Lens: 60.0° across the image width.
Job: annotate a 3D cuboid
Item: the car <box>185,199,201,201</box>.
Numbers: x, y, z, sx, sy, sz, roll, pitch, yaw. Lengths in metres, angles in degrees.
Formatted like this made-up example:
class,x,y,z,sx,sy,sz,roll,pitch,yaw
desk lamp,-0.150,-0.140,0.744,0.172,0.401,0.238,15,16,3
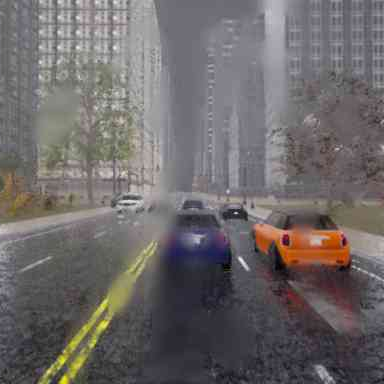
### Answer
class,x,y,z,sx,sy,sz,roll,pitch,yaw
car,0.084,1.355,26.241,2.097,1.767,4.553,0,0,0

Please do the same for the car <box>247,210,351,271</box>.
class,x,y,z,sx,sy,sz,roll,pitch,yaw
car,3.331,1.357,11.049,2.097,1.767,4.553,0,0,0

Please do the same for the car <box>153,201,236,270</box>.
class,x,y,z,sx,sy,sz,roll,pitch,yaw
car,0.082,1.356,11.213,2.097,1.767,4.553,0,0,0

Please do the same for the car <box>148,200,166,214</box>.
class,x,y,z,sx,sy,sz,roll,pitch,yaw
car,-3.338,1.561,34.560,1.994,1.385,4.181,0,0,0

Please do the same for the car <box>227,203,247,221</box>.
class,x,y,z,sx,sy,sz,roll,pitch,yaw
car,3.335,1.565,27.165,1.994,1.385,4.181,0,0,0

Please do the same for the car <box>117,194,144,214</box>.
class,x,y,z,sx,sy,sz,roll,pitch,yaw
car,-6.586,1.216,36.287,2.150,2.045,5.566,0,0,0
